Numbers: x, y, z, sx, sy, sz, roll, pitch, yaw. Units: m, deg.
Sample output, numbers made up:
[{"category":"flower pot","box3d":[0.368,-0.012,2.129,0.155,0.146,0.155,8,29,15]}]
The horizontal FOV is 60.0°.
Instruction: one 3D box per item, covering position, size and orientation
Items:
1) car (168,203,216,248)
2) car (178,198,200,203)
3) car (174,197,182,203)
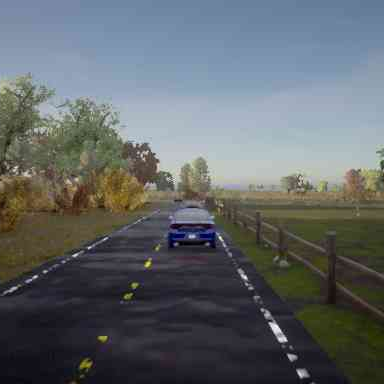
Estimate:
[{"category":"car","box3d":[0.000,1.479,14.652,1.882,1.535,5.008,0,0,0]},{"category":"car","box3d":[0.000,1.506,29.654,1.837,1.490,4.892,0,0,0]},{"category":"car","box3d":[-2.750,1.629,67.629,1.895,1.301,4.718,0,0,0]}]
